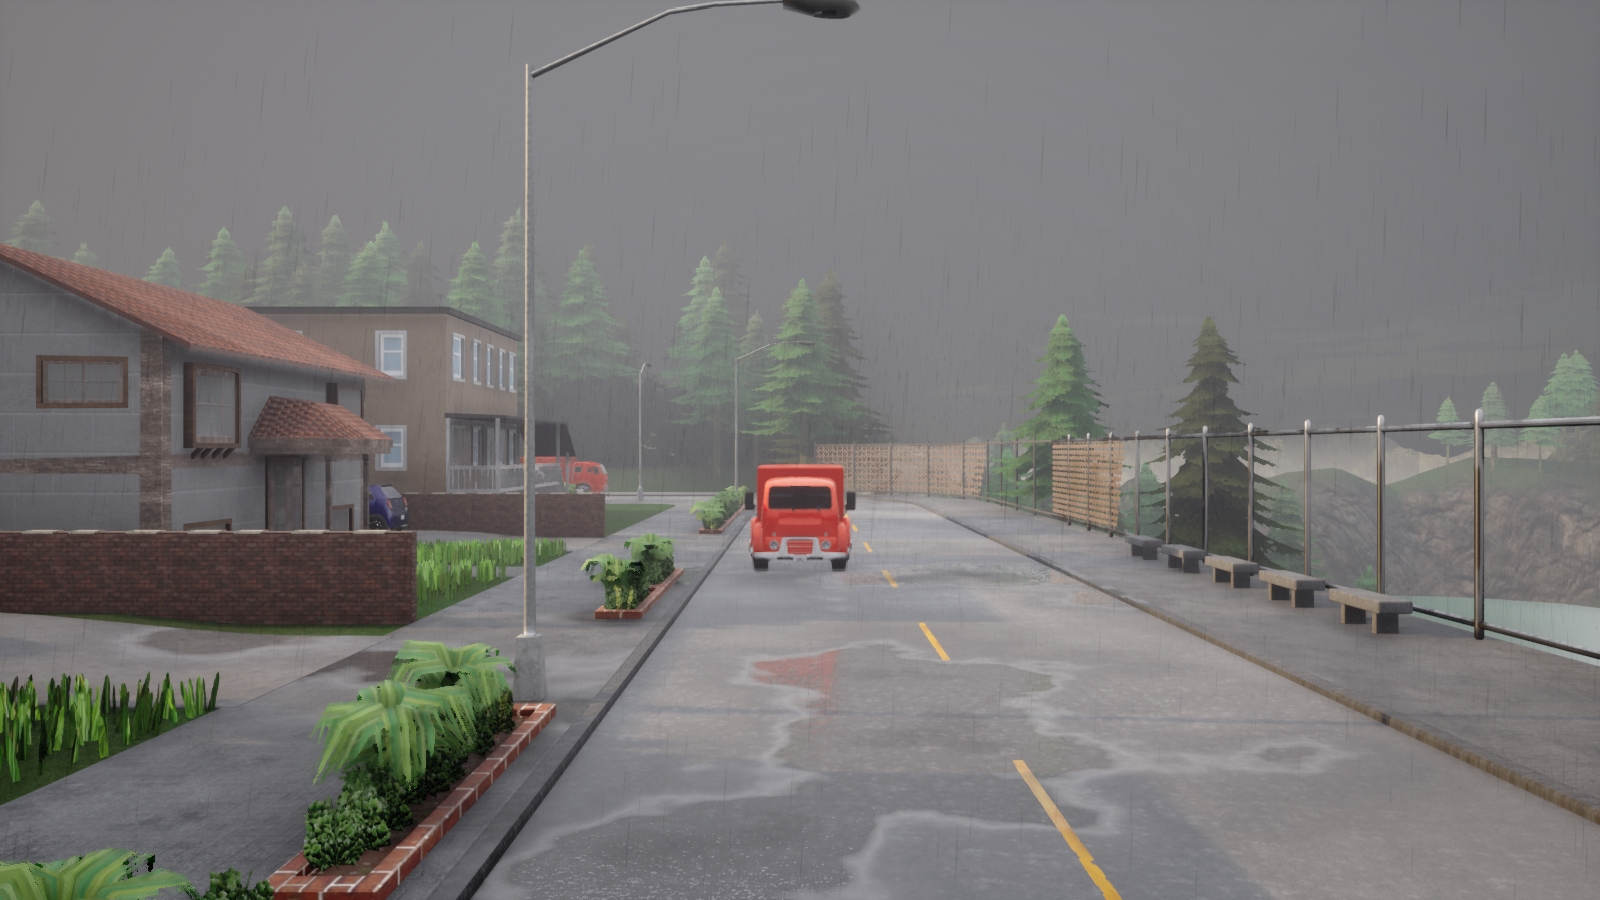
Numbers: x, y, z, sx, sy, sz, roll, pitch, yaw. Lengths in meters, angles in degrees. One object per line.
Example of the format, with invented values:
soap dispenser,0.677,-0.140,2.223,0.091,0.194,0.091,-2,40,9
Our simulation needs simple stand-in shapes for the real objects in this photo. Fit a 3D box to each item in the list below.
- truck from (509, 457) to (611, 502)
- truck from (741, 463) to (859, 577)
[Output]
truck,-13.467,1.608,64.316,5.204,2.467,2.627,0,0,0
truck,0.011,1.586,27.894,2.627,2.467,5.204,0,0,0
